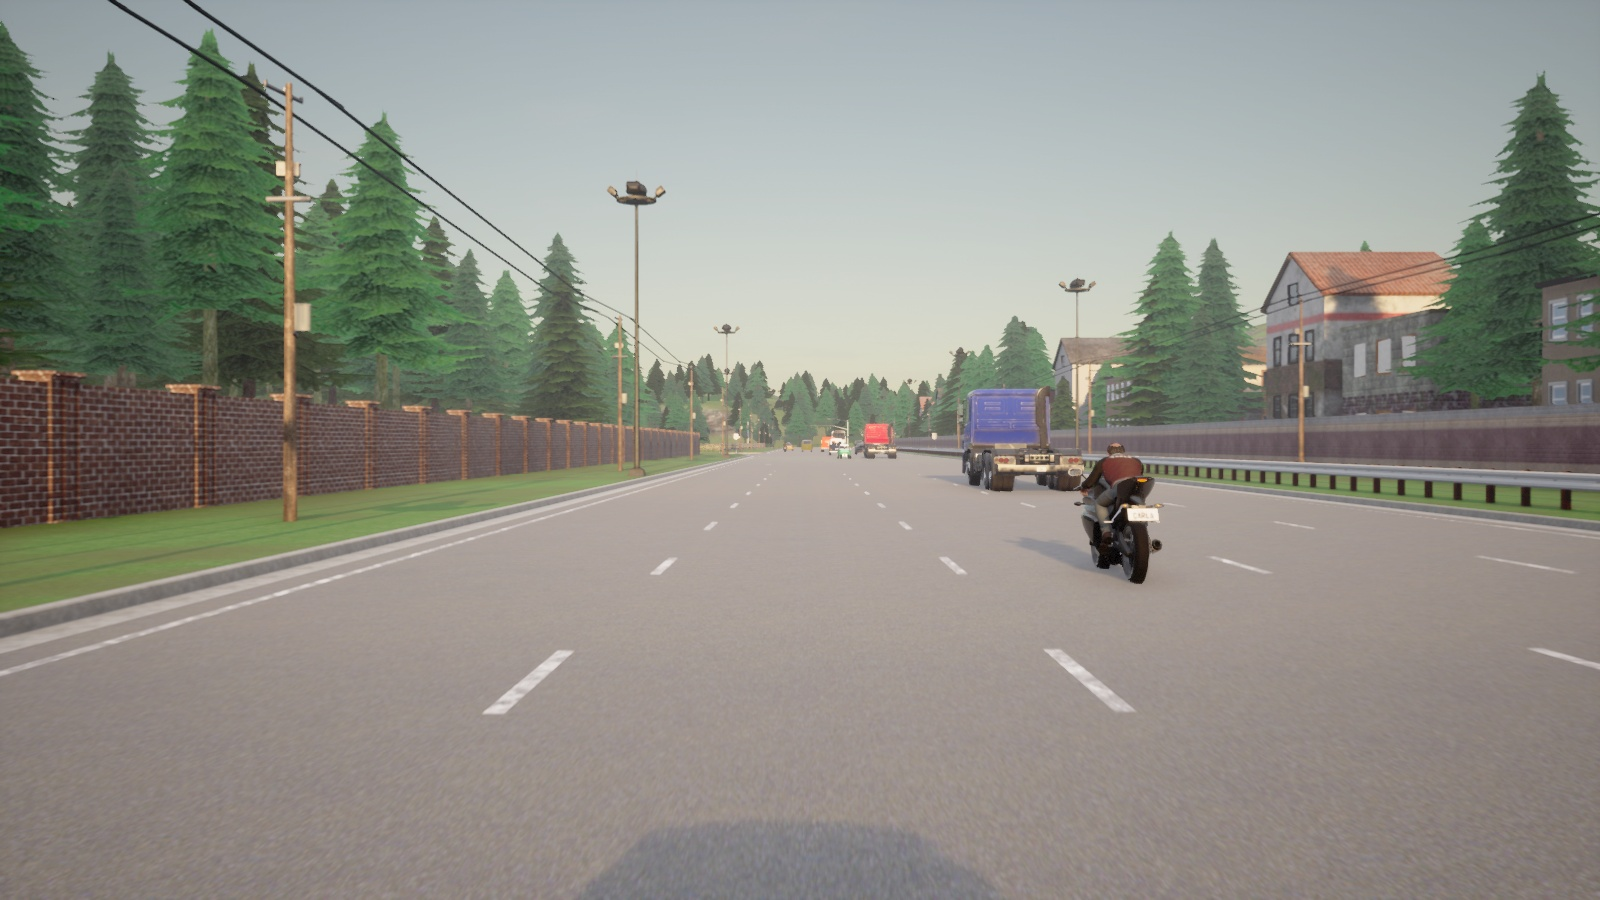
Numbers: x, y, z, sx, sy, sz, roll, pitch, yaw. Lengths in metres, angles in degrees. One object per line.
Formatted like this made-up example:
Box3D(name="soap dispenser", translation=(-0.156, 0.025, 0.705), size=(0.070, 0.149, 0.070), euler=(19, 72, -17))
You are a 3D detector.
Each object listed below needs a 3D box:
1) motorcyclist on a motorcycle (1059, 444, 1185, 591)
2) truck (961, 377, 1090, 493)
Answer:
Box3D(name="motorcyclist on a motorcycle", translation=(3.597, 0.704, 14.239), size=(0.866, 1.530, 2.191), euler=(0, 0, 0))
Box3D(name="truck", translation=(7.253, -0.464, 41.595), size=(2.891, 3.462, 7.936), euler=(0, 0, 0))
